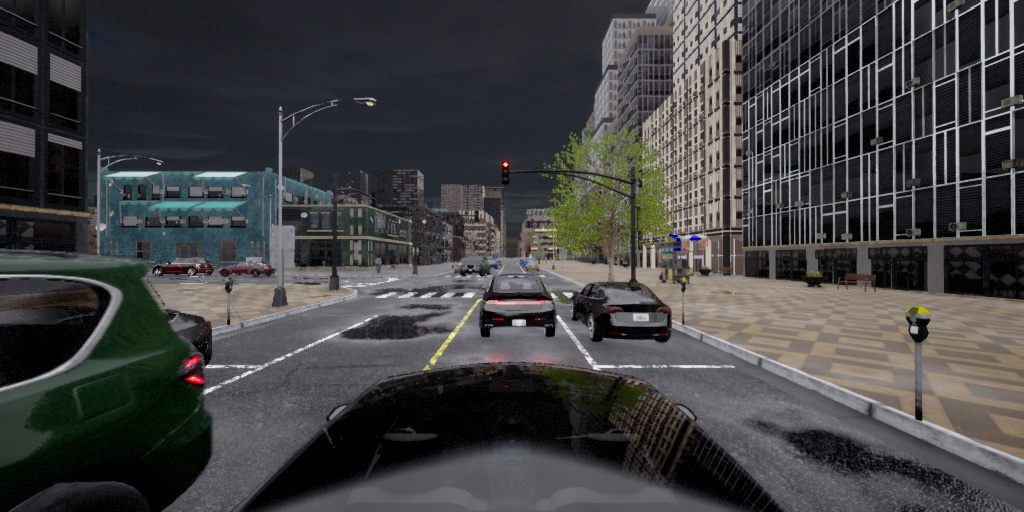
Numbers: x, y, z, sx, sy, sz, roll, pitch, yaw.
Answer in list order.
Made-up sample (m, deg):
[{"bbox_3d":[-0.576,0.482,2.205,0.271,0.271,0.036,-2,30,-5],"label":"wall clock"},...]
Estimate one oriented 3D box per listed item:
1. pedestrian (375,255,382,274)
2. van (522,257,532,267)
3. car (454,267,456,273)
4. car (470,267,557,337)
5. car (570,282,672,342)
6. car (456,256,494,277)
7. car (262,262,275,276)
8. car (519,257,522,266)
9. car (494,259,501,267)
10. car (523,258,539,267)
[{"bbox_3d":[-12.734,0.790,34.060,0.375,1.860,0.375,0,-1,-1],"label":"pedestrian"},{"bbox_3d":[2.715,1.096,53.153,1.690,1.789,3.998,0,0,0],"label":"van"},{"bbox_3d":[-5.671,1.336,42.052,1.802,1.307,4.207,0,0,0],"label":"car"},{"bbox_3d":[0.115,1.242,10.243,2.128,1.511,4.902,0,0,-1],"label":"car"},{"bbox_3d":[2.694,1.316,9.572,1.948,1.339,4.313,0,0,0],"label":"car"},{"bbox_3d":[-3.576,0.975,36.248,2.150,2.045,5.566,0,0,7],"label":"car"},{"bbox_3d":[-22.807,1.091,30.973,4.207,1.307,1.802,0,0,-1],"label":"car"},{"bbox_3d":[2.720,1.308,64.255,2.007,1.370,4.403,0,0,0],"label":"car"},{"bbox_3d":[-3.067,1.233,53.026,1.882,1.535,5.008,0,0,0],"label":"car"},{"bbox_3d":[2.712,1.280,47.771,1.751,1.417,4.829,0,0,0],"label":"car"}]
